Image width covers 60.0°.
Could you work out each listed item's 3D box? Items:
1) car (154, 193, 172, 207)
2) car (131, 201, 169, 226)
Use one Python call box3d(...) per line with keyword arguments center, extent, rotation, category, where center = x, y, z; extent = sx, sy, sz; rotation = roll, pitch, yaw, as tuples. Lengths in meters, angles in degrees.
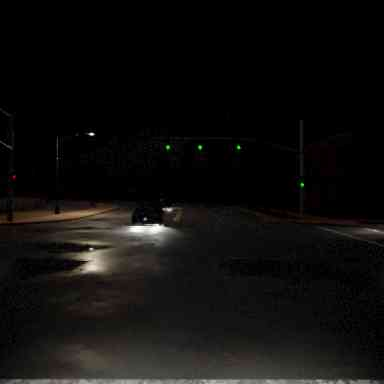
box3d(center=(-4.417, 1.198, 49.744), extent=(2.150, 2.045, 5.566), rotation=(0, 0, -12), category="car")
box3d(center=(-3.010, 1.564, 23.552), extent=(1.994, 1.385, 4.181), rotation=(0, 0, 0), category="car")
